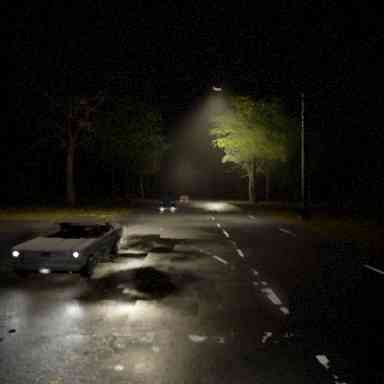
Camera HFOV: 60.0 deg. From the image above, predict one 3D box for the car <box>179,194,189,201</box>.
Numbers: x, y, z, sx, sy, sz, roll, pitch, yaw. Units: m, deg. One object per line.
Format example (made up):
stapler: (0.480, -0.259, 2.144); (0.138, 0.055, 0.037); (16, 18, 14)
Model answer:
car: (-2.120, 1.385, 88.796); (2.097, 1.767, 4.553); (0, 0, 7)

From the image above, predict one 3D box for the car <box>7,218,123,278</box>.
car: (-3.501, 1.520, 10.110); (1.895, 1.301, 4.718); (1, 1, 0)

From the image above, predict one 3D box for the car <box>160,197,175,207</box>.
car: (-3.559, 1.450, 49.140); (1.882, 1.535, 5.008); (0, 0, 0)
